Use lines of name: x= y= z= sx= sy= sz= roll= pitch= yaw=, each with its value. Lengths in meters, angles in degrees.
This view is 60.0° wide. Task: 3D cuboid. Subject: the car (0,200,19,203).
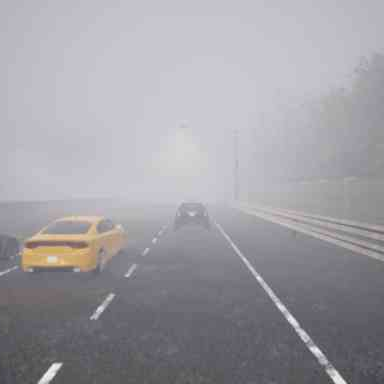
car: x=-21.068 y=1.610 z=38.121 sx=2.033 sy=1.411 sz=5.357 roll=0 pitch=0 yaw=0

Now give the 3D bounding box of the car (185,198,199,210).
car: x=0.001 y=1.590 z=46.498 sx=1.837 sy=1.490 sz=4.892 roll=0 pitch=0 yaw=0

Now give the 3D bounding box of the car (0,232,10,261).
car: x=-6.897 y=1.571 z=9.680 sx=1.994 sy=1.385 sz=4.181 roll=0 pitch=0 yaw=0

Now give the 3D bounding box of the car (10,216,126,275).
car: x=-3.395 y=1.486 z=10.537 sx=1.882 sy=1.535 sz=5.008 roll=0 pitch=0 yaw=0

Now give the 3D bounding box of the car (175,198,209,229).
car: x=0.001 y=1.376 z=21.772 sx=2.097 sy=1.767 sz=4.553 roll=0 pitch=0 yaw=0
